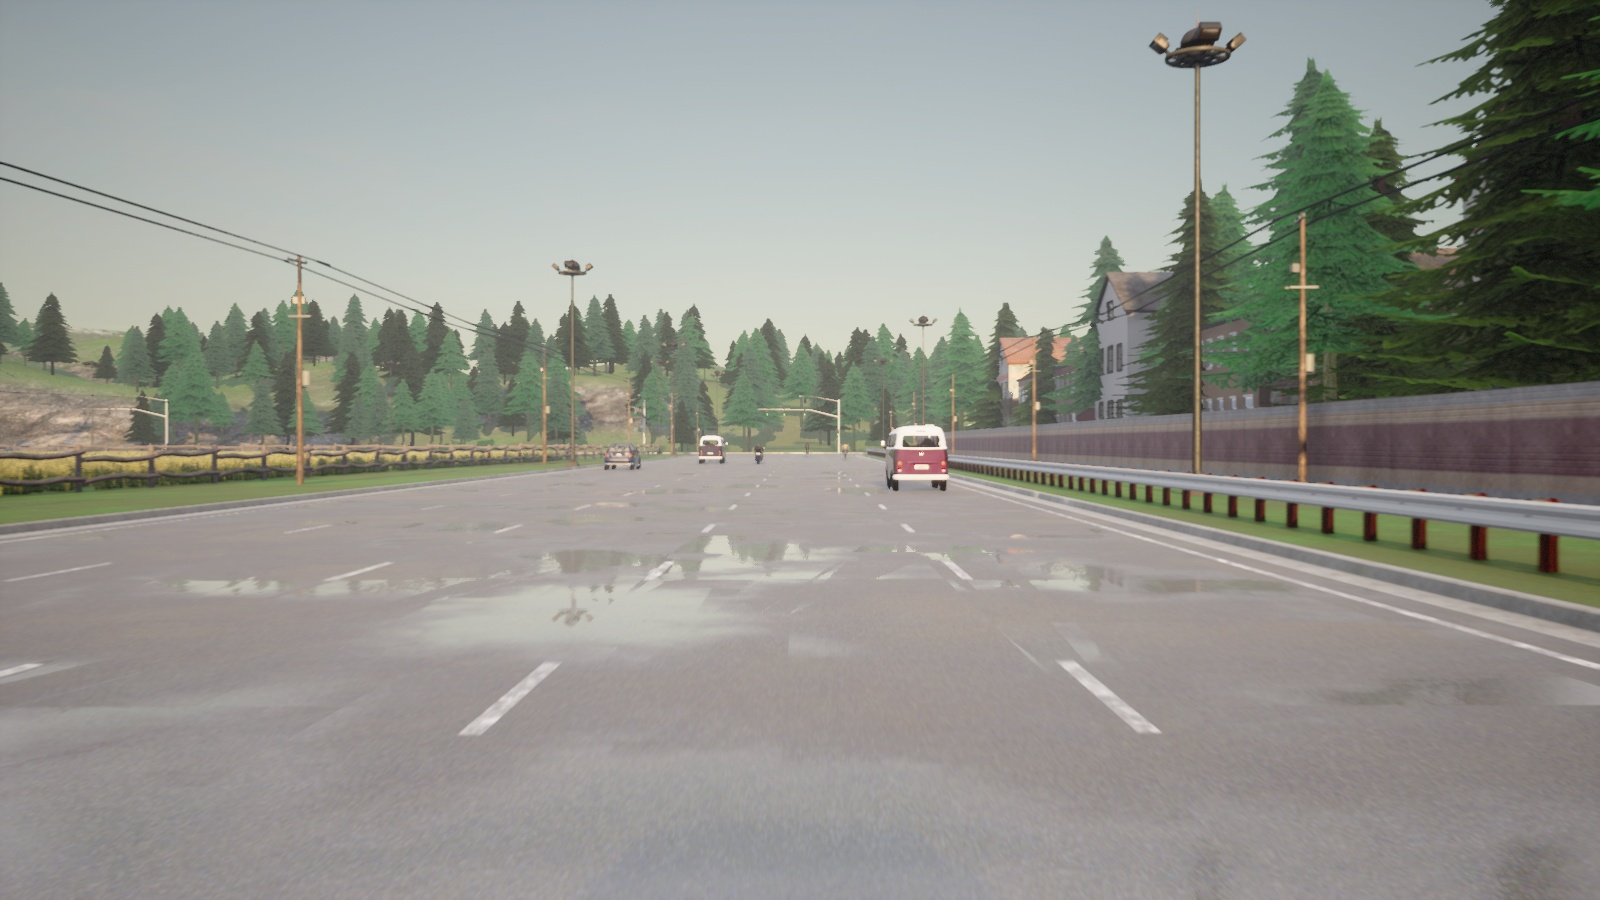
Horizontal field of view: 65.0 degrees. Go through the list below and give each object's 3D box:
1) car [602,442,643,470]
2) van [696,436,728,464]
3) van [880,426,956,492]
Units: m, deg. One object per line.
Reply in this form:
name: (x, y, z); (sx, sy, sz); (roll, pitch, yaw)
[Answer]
car: (-10.078, 0.346, 71.463); (1.789, 1.549, 3.705); (0, 0, 0)
van: (-6.457, -0.017, 92.715); (2.069, 2.038, 4.480); (0, 0, 0)
van: (3.747, 0.262, 40.585); (2.069, 2.038, 4.480); (0, 0, 0)
